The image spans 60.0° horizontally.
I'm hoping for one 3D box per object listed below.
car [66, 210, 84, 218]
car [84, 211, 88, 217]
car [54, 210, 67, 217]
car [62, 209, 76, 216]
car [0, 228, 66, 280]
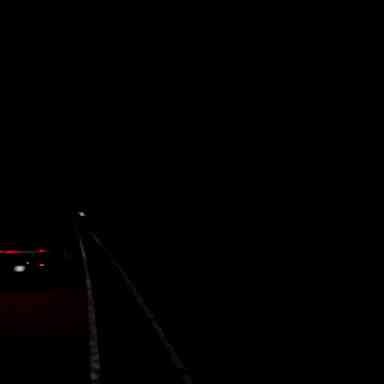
[{"bbox_3d":[-27.738,5.359,78.965,1.895,1.301,4.718,2,-3,-10],"label":"car"},{"bbox_3d":[-29.173,5.811,89.015,2.128,1.511,4.902,2,-3,-5],"label":"car"},{"bbox_3d":[-31.133,5.162,78.088,1.812,1.442,4.674,2,-3,-10],"label":"car"},{"bbox_3d":[-32.596,5.493,88.157,2.097,1.767,4.553,2,-3,-5],"label":"car"},{"bbox_3d":[-5.444,1.958,11.306,2.128,1.511,4.902,2,-3,-19],"label":"car"}]
